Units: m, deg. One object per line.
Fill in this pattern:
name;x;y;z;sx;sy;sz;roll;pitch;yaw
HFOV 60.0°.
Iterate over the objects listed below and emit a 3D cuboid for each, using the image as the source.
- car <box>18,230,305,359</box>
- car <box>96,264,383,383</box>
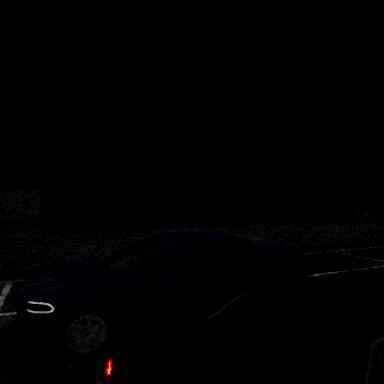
car;-0.286;1.477;5.926;5.008;1.535;1.882;0;0;-23
car;1.635;1.600;3.266;4.718;1.301;1.895;0;0;-23
